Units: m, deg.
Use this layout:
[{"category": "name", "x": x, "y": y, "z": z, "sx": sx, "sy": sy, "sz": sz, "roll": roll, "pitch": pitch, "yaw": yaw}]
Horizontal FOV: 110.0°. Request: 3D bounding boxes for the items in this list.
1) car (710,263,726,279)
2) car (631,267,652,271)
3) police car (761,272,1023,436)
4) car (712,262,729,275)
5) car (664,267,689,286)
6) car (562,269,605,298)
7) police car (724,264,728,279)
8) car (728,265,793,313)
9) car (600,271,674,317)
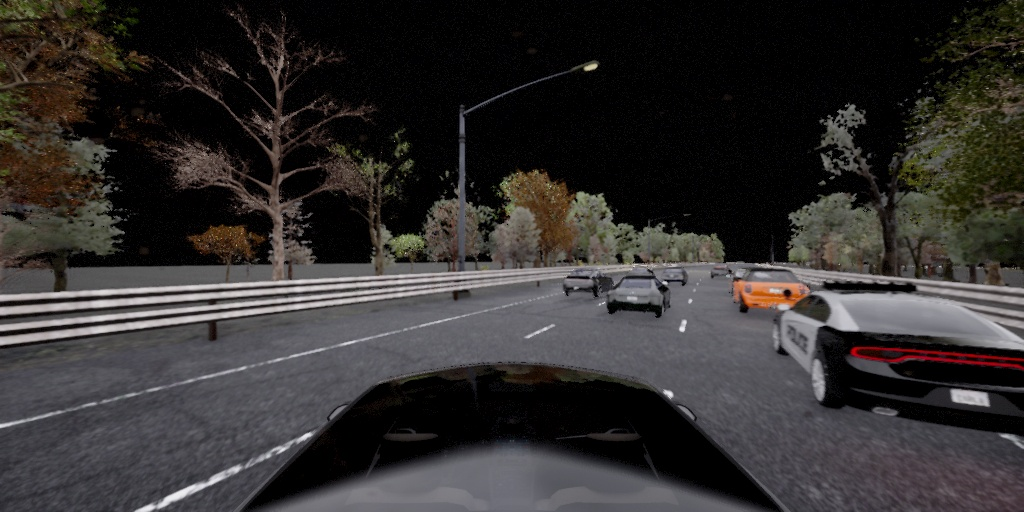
[{"category": "car", "x": 23.186, "y": 1.737, "z": 39.872, "sx": 2.128, "sy": 1.511, "sz": 4.902, "roll": 0, "pitch": -1, "yaw": 31}, {"category": "car", "x": 13.046, "y": 1.751, "z": 36.083, "sx": 1.994, "sy": 1.385, "sz": 4.181, "roll": 0, "pitch": -1, "yaw": 29}, {"category": "police car", "x": 5.722, "y": 1.228, "z": 5.859, "sx": 1.930, "sy": 1.638, "sz": 5.238, "roll": 0, "pitch": -1, "yaw": 27}, {"category": "car", "x": 30.475, "y": 1.770, "z": 52.306, "sx": 2.097, "sy": 1.767, "sz": 4.553, "roll": 0, "pitch": -1, "yaw": 31}, {"category": "car", "x": 13.543, "y": 1.655, "z": 29.836, "sx": 2.033, "sy": 1.411, "sz": 5.357, "roll": 0, "pitch": -1, "yaw": 29}, {"category": "car", "x": 4.411, "y": 1.473, "z": 20.399, "sx": 2.128, "sy": 1.511, "sz": 4.902, "roll": 0, "pitch": -1, "yaw": 28}, {"category": "police car", "x": 13.105, "y": 1.406, "z": 19.826, "sx": 1.930, "sy": 1.638, "sz": 5.238, "roll": 0, "pitch": -1, "yaw": 28}, {"category": "car", "x": 10.237, "y": 1.262, "z": 14.484, "sx": 2.097, "sy": 1.767, "sz": 4.553, "roll": 0, "pitch": -1, "yaw": 28}, {"category": "car", "x": 5.125, "y": 1.470, "z": 14.287, "sx": 1.994, "sy": 1.385, "sz": 4.181, "roll": 0, "pitch": -1, "yaw": 28}]
